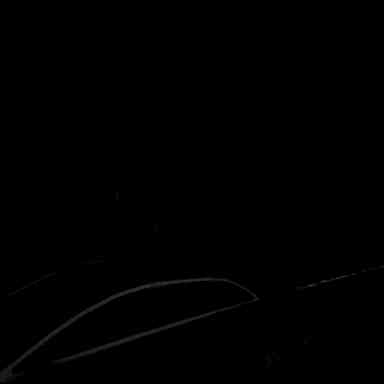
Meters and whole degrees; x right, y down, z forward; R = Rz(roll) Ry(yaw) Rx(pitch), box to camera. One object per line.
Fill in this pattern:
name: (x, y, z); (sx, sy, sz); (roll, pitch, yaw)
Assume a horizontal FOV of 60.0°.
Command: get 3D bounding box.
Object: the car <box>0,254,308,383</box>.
car: (-0.897, 1.492, 3.332); (4.902, 1.511, 2.128); (0, 0, -35)
